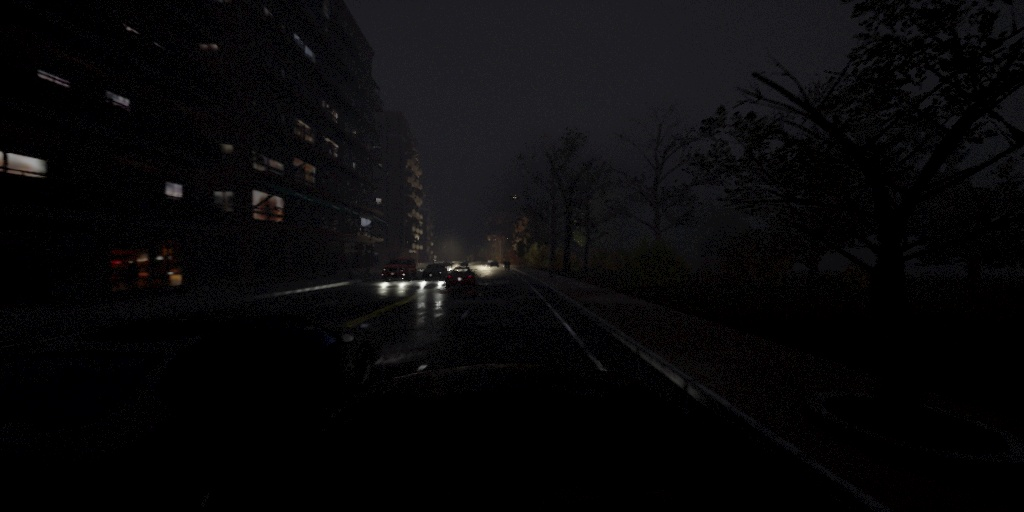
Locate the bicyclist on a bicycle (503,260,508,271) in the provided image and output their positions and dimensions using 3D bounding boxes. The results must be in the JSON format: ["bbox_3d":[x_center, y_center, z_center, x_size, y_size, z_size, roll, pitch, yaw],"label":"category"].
[{"bbox_3d":[-1.087,1.483,58.709,0.659,1.776,1.843,0,0,-4],"label":"bicyclist on a bicycle"}]

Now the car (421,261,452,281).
[{"bbox_3d":[-7.151,1.467,33.522,1.837,1.490,4.892,0,-1,-2],"label":"car"}]

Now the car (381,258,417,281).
[{"bbox_3d":[-10.408,1.182,33.618,2.150,2.045,5.566,0,0,-2],"label":"car"}]

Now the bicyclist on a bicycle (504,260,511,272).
[{"bbox_3d":[-0.463,1.428,49.655,0.659,1.776,1.843,0,0,-4],"label":"bicyclist on a bicycle"}]

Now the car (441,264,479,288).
[{"bbox_3d":[-3.434,1.469,25.135,1.994,1.385,4.181,0,0,-2],"label":"car"}]

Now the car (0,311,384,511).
[{"bbox_3d":[-3.149,1.312,3.816,2.033,1.411,5.357,0,0,0],"label":"car"}]
